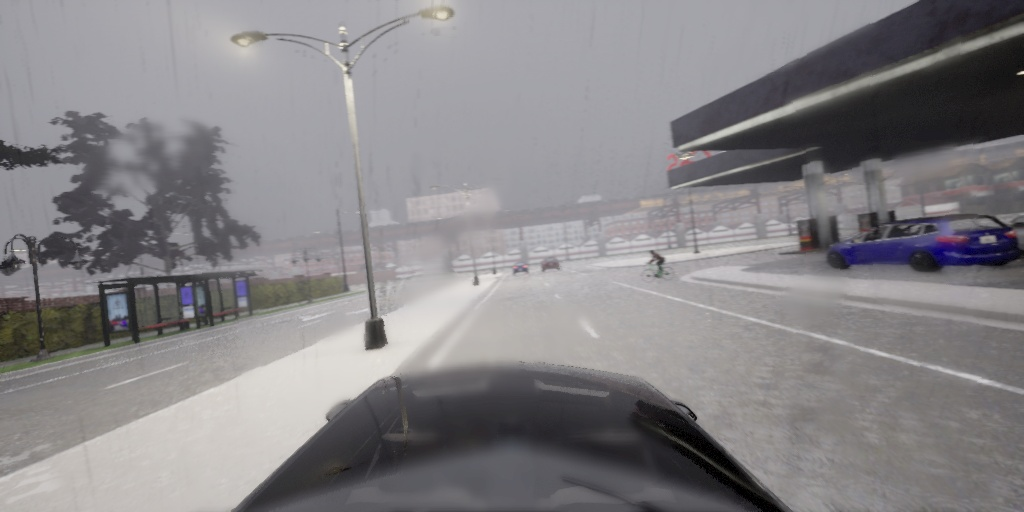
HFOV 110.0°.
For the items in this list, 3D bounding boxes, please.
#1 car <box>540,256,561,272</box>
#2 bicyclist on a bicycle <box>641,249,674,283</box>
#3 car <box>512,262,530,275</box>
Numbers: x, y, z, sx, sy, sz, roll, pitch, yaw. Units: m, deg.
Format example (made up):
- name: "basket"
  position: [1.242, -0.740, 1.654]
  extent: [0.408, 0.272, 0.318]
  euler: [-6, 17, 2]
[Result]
- name: "car"
  position: [4.514, 0.850, 42.571]
  extent: [2.097, 1.767, 4.553]
  euler: [-6, 0, 3]
- name: "bicyclist on a bicycle"
  position: [7.185, 0.478, 17.832]
  extent: [1.656, 1.620, 0.582]
  euler: [-7, -1, 0]
- name: "car"
  position: [1.018, 1.418, 42.919]
  extent: [1.812, 1.442, 4.674]
  euler: [-6, -1, 2]
